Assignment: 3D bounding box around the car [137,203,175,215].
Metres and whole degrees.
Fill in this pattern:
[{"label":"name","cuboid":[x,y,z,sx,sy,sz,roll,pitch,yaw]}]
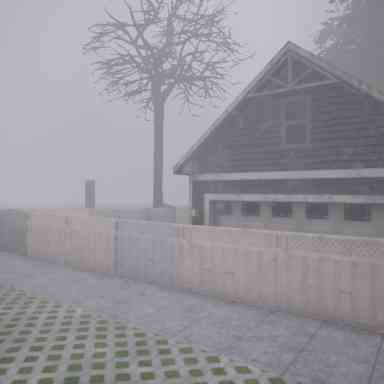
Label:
[{"label":"car","cuboid":[-3.502,1.842,33.091,1.882,1.535,5.008,0,-1,35]}]
